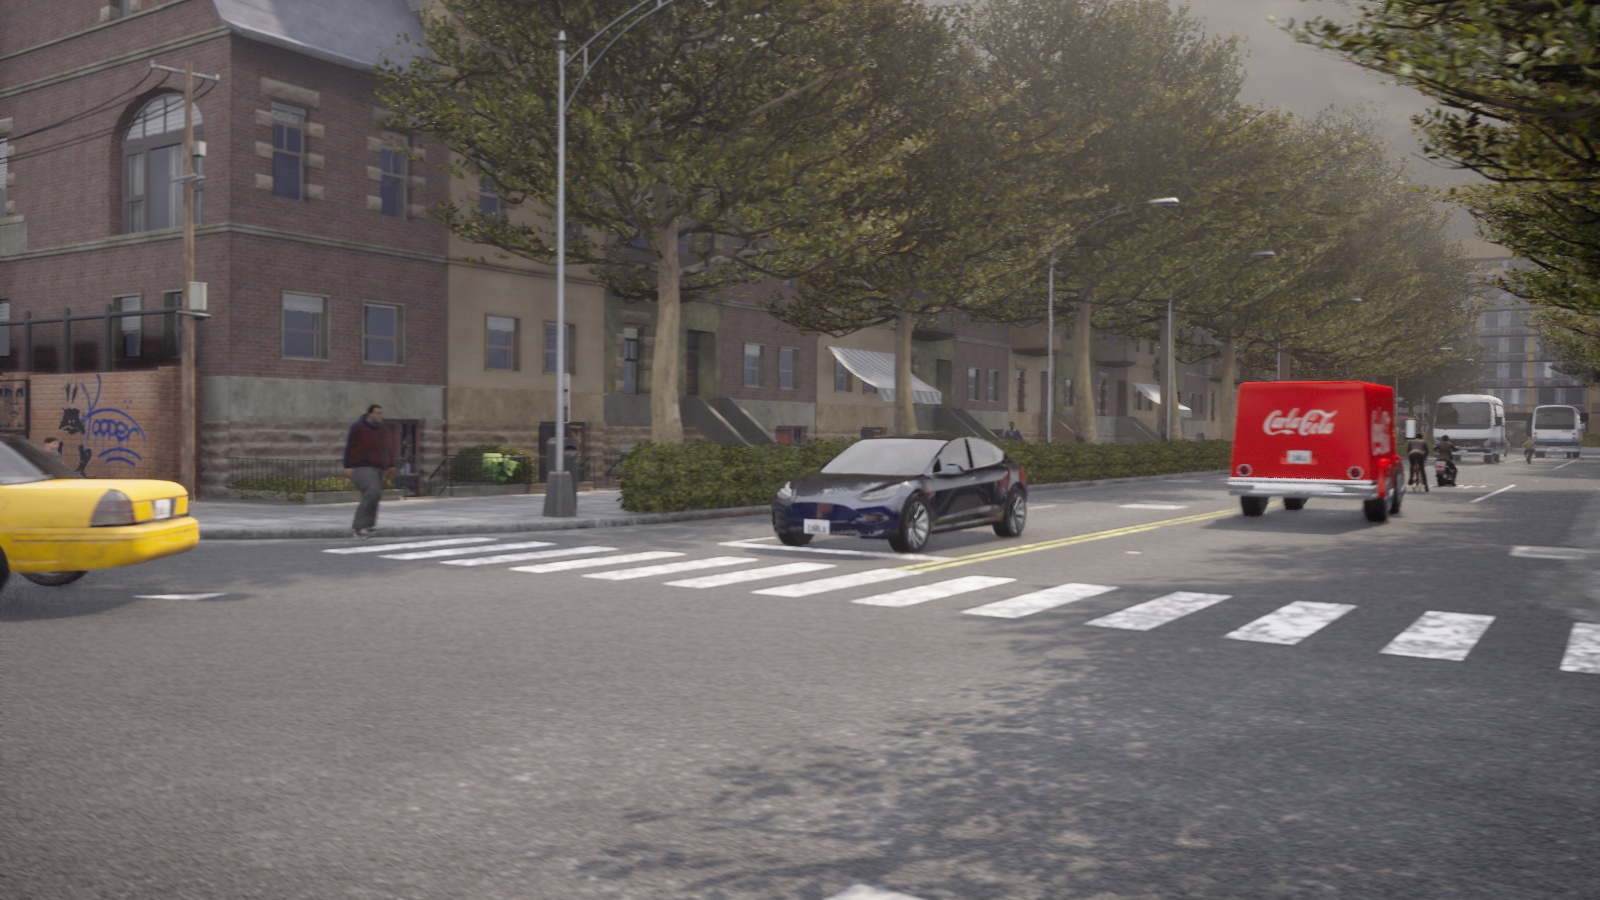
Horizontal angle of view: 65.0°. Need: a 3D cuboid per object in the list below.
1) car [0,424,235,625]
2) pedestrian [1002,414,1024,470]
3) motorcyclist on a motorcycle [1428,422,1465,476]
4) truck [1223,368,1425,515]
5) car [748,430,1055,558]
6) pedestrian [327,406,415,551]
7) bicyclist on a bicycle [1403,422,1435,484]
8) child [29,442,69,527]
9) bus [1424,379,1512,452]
[{"bbox_3d":[-7.887,0.597,10.609,5.366,1.575,1.801,-1,1,-6],"label":"car"},{"bbox_3d":[7.407,-0.276,43.713,0.423,1.949,0.788,0,1,38],"label":"pedestrian"},{"bbox_3d":[20.381,-0.045,39.576,0.766,1.649,2.350,1,1,34],"label":"motorcyclist on a motorcycle"},{"bbox_3d":[10.088,-0.175,23.883,2.627,2.467,5.204,0,1,33],"label":"truck"},{"bbox_3d":[1.566,0.481,17.295,2.163,1.488,4.792,0,1,33],"label":"car"},{"bbox_3d":[-5.626,0.362,16.474,0.899,1.844,0.634,0,1,31],"label":"pedestrian"},{"bbox_3d":[16.893,0.063,34.250,0.582,1.620,1.656,0,2,33],"label":"bicyclist on a bicycle"},{"bbox_3d":[-11.235,0.514,18.780,0.437,1.263,0.270,0,1,16],"label":"child"},{"bbox_3d":[42.335,-2.112,79.385,3.944,4.253,10.273,0,1,33],"label":"bus"}]
